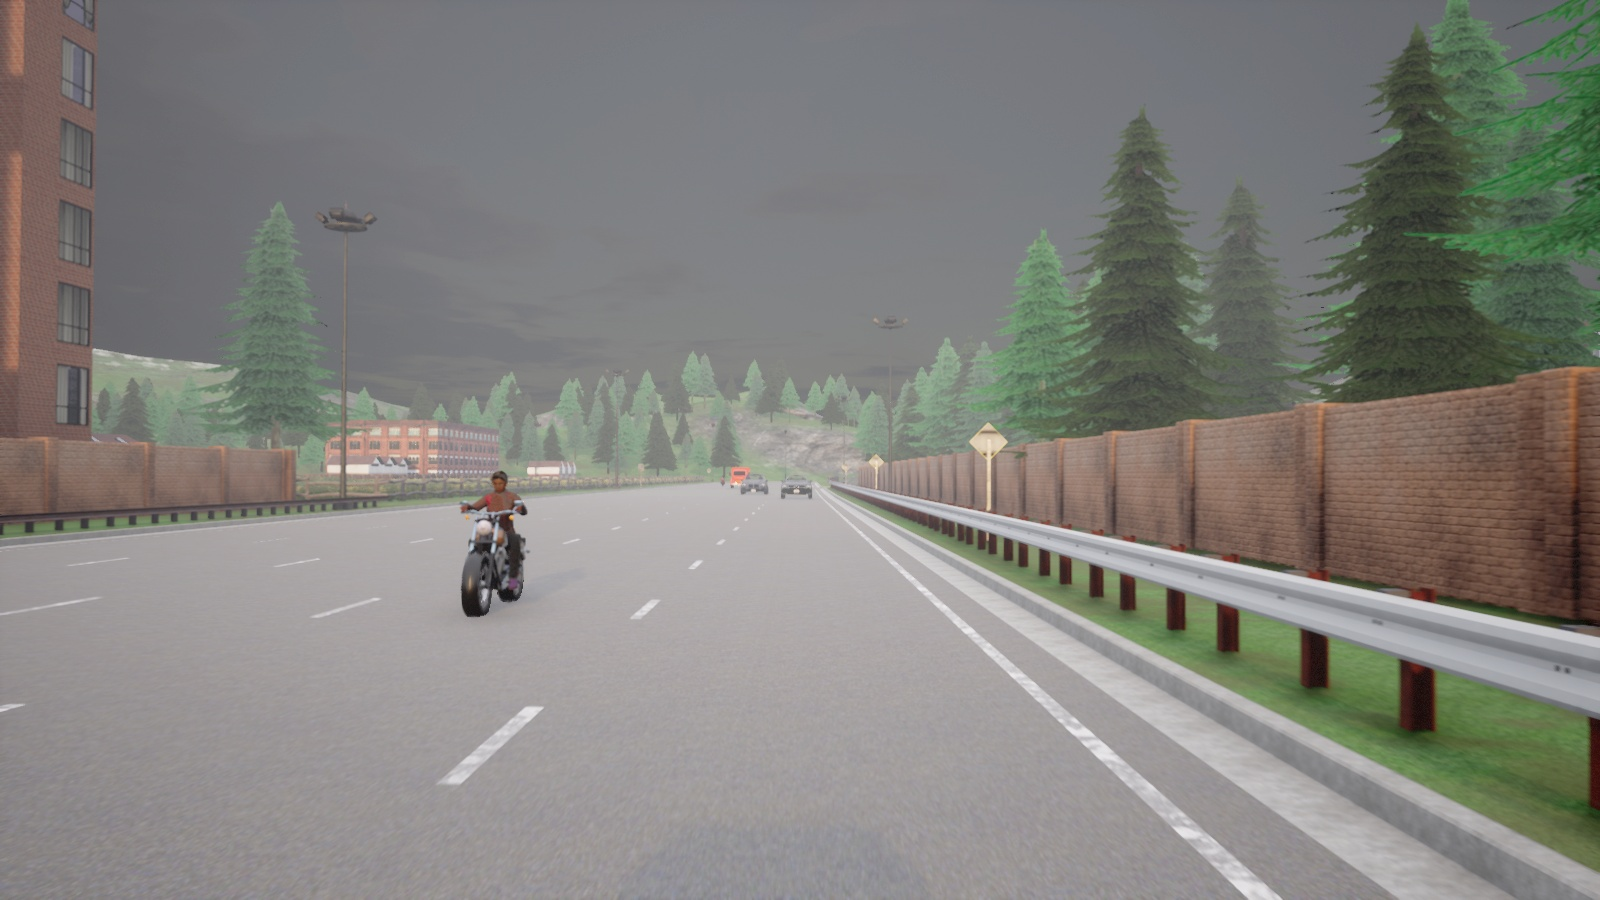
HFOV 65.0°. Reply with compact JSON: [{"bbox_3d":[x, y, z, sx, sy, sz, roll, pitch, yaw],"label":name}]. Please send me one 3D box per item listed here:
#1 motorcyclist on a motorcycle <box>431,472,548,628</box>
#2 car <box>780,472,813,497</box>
[{"bbox_3d":[-3.536,1.079,14.522,0.766,1.649,2.350,0,-1,0],"label":"motorcyclist on a motorcycle"},{"bbox_3d":[-0.209,2.304,84.161,2.152,1.651,5.027,0,-1,0],"label":"car"}]
